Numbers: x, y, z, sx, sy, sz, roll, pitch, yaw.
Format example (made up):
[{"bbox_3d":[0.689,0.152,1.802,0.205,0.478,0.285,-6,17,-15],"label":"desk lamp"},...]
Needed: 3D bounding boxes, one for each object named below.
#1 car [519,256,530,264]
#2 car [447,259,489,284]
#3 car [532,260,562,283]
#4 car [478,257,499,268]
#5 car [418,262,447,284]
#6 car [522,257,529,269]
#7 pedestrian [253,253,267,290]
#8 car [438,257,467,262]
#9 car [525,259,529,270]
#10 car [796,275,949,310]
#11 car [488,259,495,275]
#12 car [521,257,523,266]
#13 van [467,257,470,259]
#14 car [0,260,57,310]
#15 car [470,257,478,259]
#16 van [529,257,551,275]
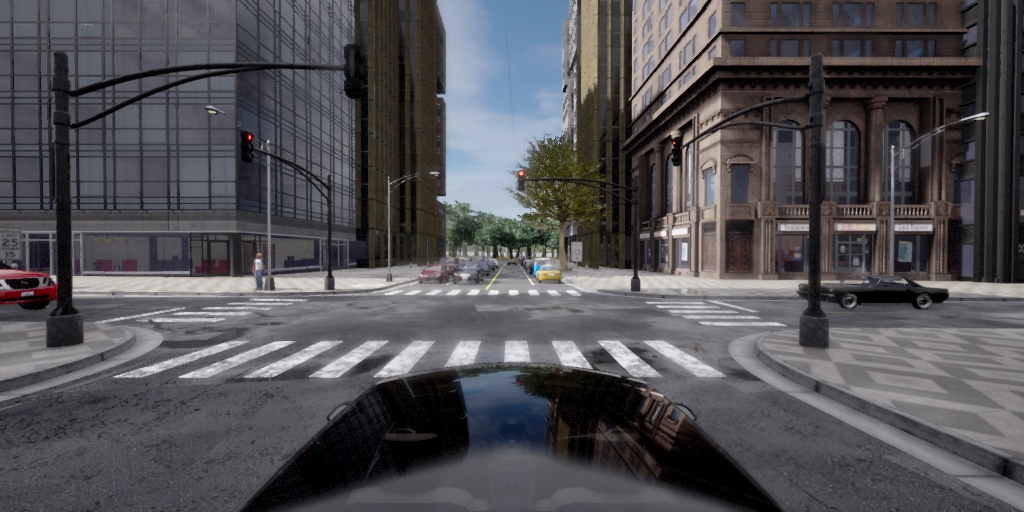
[{"bbox_3d":[2.711,1.201,61.067,2.007,1.370,4.403,0,0,0],"label":"car"},{"bbox_3d":[-3.127,1.220,26.484,2.128,1.511,4.902,0,0,1],"label":"car"},{"bbox_3d":[2.740,1.253,27.160,1.751,1.417,4.829,0,0,0],"label":"car"},{"bbox_3d":[-3.126,1.181,46.418,2.128,1.511,4.902,0,0,0],"label":"car"},{"bbox_3d":[-5.785,1.310,26.973,1.802,1.307,4.207,0,0,0],"label":"car"},{"bbox_3d":[2.721,1.207,49.879,1.751,1.417,4.829,0,0,0],"label":"car"},{"bbox_3d":[-12.537,0.740,17.796,0.375,1.860,0.375,0,0,0],"label":"pedestrian"},{"bbox_3d":[-5.790,1.033,32.654,2.192,1.841,5.009,0,0,0],"label":"car"},{"bbox_3d":[2.730,1.274,38.349,1.948,1.339,4.313,0,0,0],"label":"car"},{"bbox_3d":[14.698,1.443,14.844,4.718,1.301,1.895,0,1,0],"label":"car"},{"bbox_3d":[-3.123,1.260,36.306,2.033,1.411,5.357,0,0,0],"label":"car"},{"bbox_3d":[2.716,1.211,55.388,1.888,1.381,4.507,0,0,0],"label":"car"},{"bbox_3d":[-5.795,1.049,38.334,1.690,1.789,3.998,0,0,0],"label":"van"},{"bbox_3d":[-18.383,0.841,11.542,5.566,2.045,2.150,1,1,0],"label":"car"},{"bbox_3d":[-5.800,1.010,44.014,2.192,1.841,5.009,0,0,0],"label":"car"},{"bbox_3d":[2.735,1.059,32.670,1.690,1.789,3.998,0,0,0],"label":"van"}]
